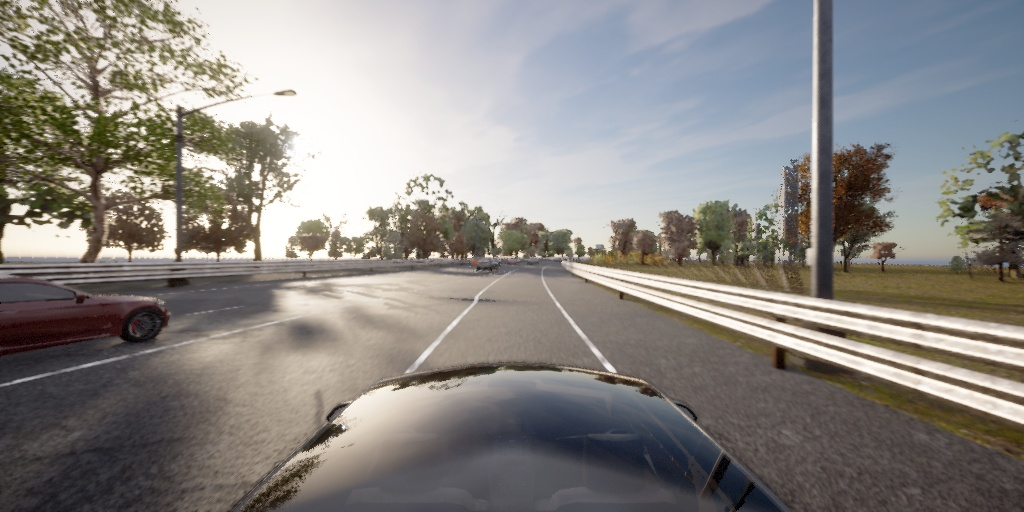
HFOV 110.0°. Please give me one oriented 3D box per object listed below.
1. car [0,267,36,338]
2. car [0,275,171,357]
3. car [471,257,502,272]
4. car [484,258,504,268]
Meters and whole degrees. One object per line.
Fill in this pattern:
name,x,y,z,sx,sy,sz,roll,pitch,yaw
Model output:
car,-12.089,0.998,5.872,1.837,1.490,4.892,0,0,8
car,-8.551,1.031,5.871,1.812,1.442,4.674,0,0,8
car,-2.832,1.076,42.162,2.128,1.511,4.902,0,0,10
car,-2.963,1.107,59.881,2.128,1.511,4.902,0,0,12
